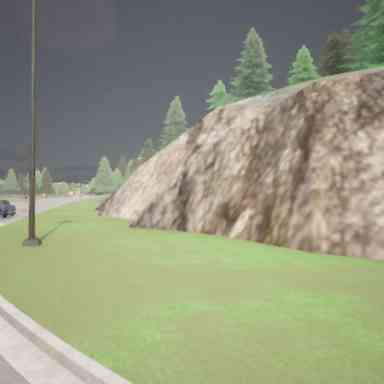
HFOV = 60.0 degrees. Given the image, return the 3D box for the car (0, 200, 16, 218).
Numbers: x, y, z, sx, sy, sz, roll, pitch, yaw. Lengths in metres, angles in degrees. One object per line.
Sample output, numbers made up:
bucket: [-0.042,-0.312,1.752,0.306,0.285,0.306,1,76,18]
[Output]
car: [-18.239,1.501,31.549,2.097,1.767,4.553,0,0,-18]
